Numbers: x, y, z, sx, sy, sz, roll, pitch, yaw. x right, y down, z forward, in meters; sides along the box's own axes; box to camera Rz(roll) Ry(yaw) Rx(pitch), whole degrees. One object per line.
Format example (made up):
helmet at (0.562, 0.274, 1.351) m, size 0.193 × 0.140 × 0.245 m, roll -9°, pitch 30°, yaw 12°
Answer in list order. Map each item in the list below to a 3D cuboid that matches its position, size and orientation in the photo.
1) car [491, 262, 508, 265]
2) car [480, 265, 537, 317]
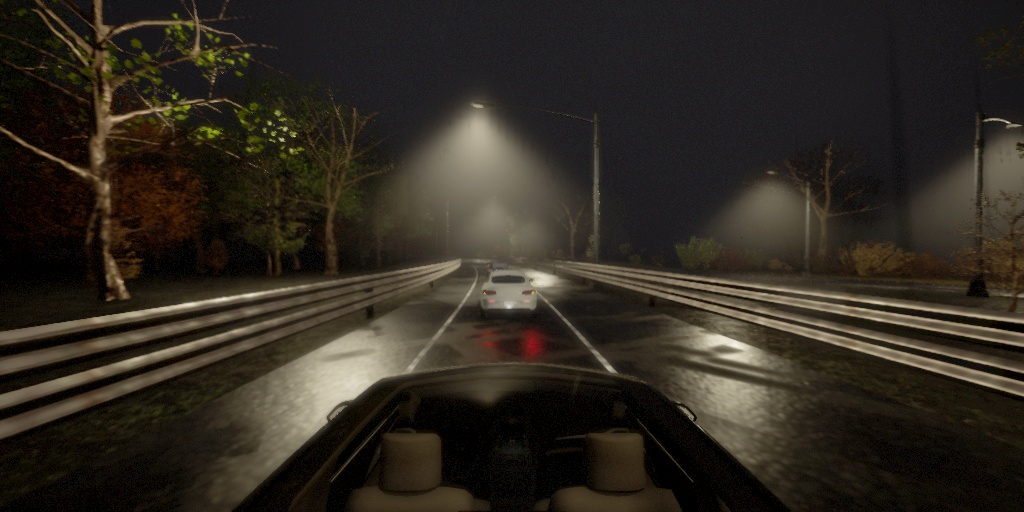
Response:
car at (-0.986, 1.157, 27.904) m, size 1.994 × 1.385 × 4.181 m, roll 0°, pitch 0°, yaw -4°
car at (-0.164, 1.213, 12.767) m, size 1.812 × 1.442 × 4.674 m, roll 0°, pitch 0°, yaw -2°
